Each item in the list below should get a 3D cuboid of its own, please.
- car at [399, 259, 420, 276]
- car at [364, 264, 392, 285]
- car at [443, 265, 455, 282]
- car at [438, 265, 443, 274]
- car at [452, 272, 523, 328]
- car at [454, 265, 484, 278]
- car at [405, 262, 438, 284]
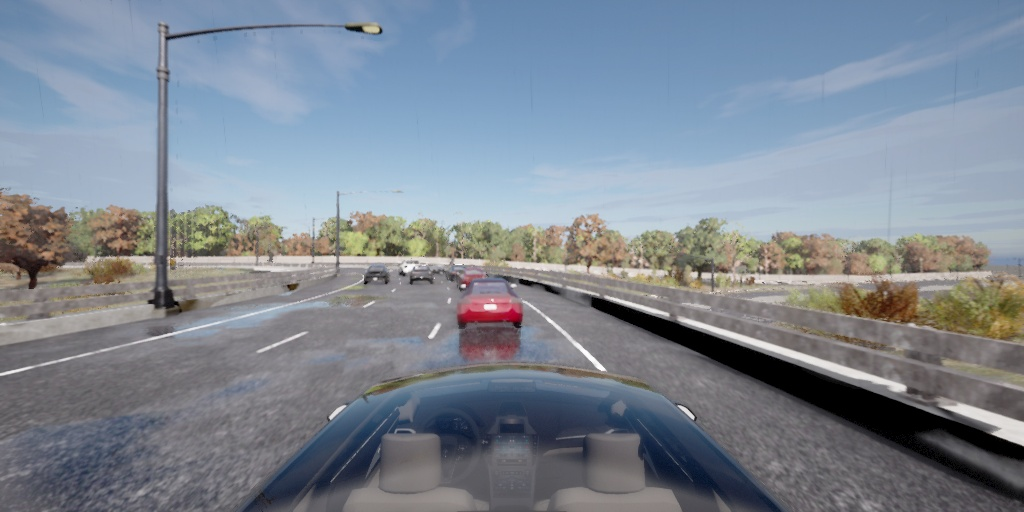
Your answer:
[{"bbox_3d":[-12.538,1.416,44.123,2.150,2.045,5.566,0,0,-24],"label":"car"},{"bbox_3d":[-11.325,1.561,30.341,1.837,1.490,4.892,0,0,-15],"label":"car"},{"bbox_3d":[-5.118,1.601,33.904,1.812,1.442,4.674,0,0,-17],"label":"car"},{"bbox_3d":[-9.491,1.803,45.783,1.895,1.301,4.718,0,-1,-24],"label":"car"},{"bbox_3d":[-0.773,1.416,11.989,1.994,1.385,4.181,0,-1,-5],"label":"car"},{"bbox_3d":[-2.661,1.500,24.080,1.812,1.442,4.674,0,0,-12],"label":"car"},{"bbox_3d":[-7.729,1.536,30.490,2.128,1.511,4.902,0,-1,-16],"label":"car"}]
